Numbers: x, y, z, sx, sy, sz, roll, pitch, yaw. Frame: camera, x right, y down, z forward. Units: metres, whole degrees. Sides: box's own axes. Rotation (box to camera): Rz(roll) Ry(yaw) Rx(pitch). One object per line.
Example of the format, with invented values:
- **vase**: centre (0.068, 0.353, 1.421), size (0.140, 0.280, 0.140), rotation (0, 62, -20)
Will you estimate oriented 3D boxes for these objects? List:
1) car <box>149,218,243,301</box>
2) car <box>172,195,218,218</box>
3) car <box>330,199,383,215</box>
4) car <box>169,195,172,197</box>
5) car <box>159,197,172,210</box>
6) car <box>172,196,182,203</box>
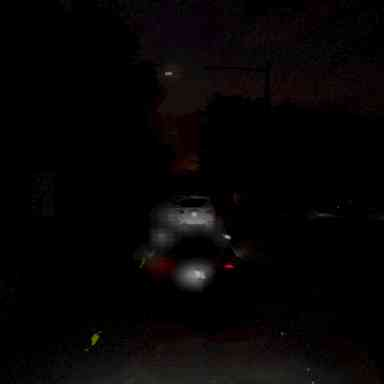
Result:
- **car**: centre (0.071, 1.587, 8.437), size (1.994, 1.385, 4.181), rotation (0, 0, 0)
- **car**: centre (0.362, 1.263, 20.430), size (2.150, 2.045, 5.566), rotation (0, 0, 5)
- **car**: centre (15.323, 1.369, 30.953), size (4.674, 1.442, 1.812), rotation (-1, 1, 1)
- **car**: centre (-3.255, 1.377, 56.393), size (2.097, 1.767, 4.553), rotation (0, 0, 0)
- **car**: centre (-3.223, 1.639, 43.588), size (1.895, 1.301, 4.718), rotation (1, 0, 0)
- **car**: centre (-3.211, 1.577, 69.721), size (1.895, 1.301, 4.718), rotation (0, 0, 0)
